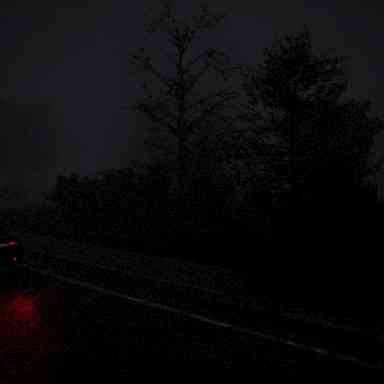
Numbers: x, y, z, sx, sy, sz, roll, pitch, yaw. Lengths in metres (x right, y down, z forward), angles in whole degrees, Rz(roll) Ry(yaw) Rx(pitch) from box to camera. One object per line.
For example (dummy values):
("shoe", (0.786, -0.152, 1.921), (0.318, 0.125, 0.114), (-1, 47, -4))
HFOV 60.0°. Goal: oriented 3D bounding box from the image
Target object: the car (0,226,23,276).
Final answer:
("car", (-6.533, 1.511, 9.343), (4.902, 1.511, 2.128), (0, 0, 40))
